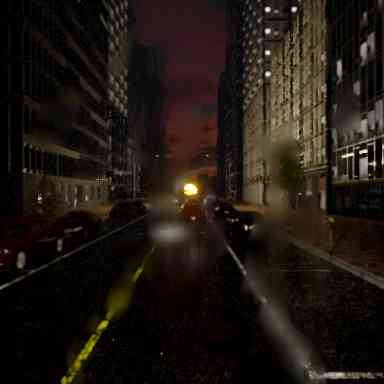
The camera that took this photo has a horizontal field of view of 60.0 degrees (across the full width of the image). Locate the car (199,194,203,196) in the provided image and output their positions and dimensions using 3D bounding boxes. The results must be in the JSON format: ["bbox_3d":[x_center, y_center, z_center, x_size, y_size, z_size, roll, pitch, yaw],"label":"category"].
[{"bbox_3d":[2.684,1.409,73.542,2.192,1.841,5.009,0,0,0],"label":"car"}]

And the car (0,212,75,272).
[{"bbox_3d":[-5.690,1.567,10.933,1.887,1.381,4.507,0,0,0],"label":"car"}]

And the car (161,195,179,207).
[{"bbox_3d":[-3.082,1.432,51.304,2.097,1.767,4.553,0,0,0],"label":"car"}]

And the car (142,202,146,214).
[{"bbox_3d":[-5.693,1.624,33.703,1.947,1.339,4.313,0,0,0],"label":"car"}]

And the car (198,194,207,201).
[{"bbox_3d":[2.683,1.414,84.927,2.192,1.841,5.009,0,0,0],"label":"car"}]

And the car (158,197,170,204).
[{"bbox_3d":[-5.697,1.642,67.860,2.008,1.369,4.403,0,0,0],"label":"car"}]

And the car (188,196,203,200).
[{"bbox_3d":[0.095,1.572,41.158,1.837,1.490,4.892,0,0,0],"label":"car"}]

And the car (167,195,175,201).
[{"bbox_3d":[-5.700,1.651,90.629,2.008,1.369,4.403,0,0,0],"label":"car"}]

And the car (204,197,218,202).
[{"bbox_3d":[2.687,1.632,39.388,1.947,1.339,4.313,0,0,0],"label":"car"}]

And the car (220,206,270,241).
[{"bbox_3d":[2.690,1.597,16.619,1.947,1.339,4.313,0,0,0],"label":"car"}]

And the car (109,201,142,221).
[{"bbox_3d":[-5.692,1.595,28.011,1.887,1.381,4.507,0,0,0],"label":"car"}]

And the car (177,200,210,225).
[{"bbox_3d":[0.093,1.569,24.076,1.812,1.442,4.674,0,0,0],"label":"car"}]

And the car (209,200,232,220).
[{"bbox_3d":[2.689,1.616,28.004,1.947,1.339,4.313,0,0,0],"label":"car"}]

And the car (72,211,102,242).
[{"bbox_3d":[-5.691,1.614,16.626,1.802,1.307,4.206,0,0,0],"label":"car"}]

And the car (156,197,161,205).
[{"bbox_3d":[-5.696,1.613,61.997,1.752,1.417,4.829,0,0,0],"label":"car"}]

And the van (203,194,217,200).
[{"bbox_3d":[2.687,1.413,45.082,1.690,1.788,3.998,0,0,0],"label":"van"}]
